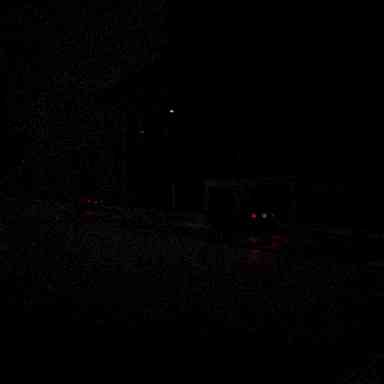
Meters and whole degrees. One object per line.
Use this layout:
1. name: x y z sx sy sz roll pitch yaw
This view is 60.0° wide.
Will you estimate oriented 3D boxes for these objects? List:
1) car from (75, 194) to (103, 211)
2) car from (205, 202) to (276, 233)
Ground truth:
1. car: -13.349 1.298 42.887 2.150 2.045 5.566 0 0 -36
2. car: 2.815 1.384 20.321 2.097 1.767 4.553 0 0 -36
